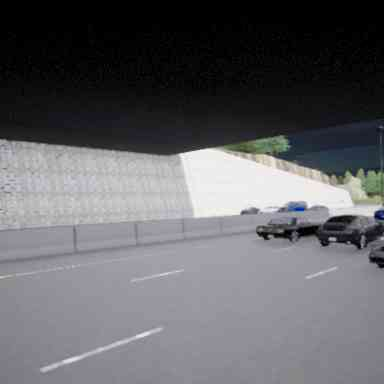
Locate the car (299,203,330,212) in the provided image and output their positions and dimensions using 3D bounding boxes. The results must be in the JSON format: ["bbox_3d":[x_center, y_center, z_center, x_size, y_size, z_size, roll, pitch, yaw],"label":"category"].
[{"bbox_3d":[16.441,2.481,43.642,4.892,1.490,1.837,1,-3,-43],"label":"car"}]

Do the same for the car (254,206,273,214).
[{"bbox_3d":[11.579,2.735,48.674,4.674,1.442,1.812,1,-2,-43],"label":"car"}]

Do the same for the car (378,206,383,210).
[{"bbox_3d":[18.779,2.038,31.278,5.008,1.535,1.882,0,-2,-43],"label":"car"}]

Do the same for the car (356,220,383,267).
[{"bbox_3d":[7.738,1.737,11.236,5.357,1.411,2.033,0,-2,-43],"label":"car"}]

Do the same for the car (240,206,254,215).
[{"bbox_3d":[9.276,2.895,51.306,4.181,1.385,1.994,1,-2,-43],"label":"car"}]

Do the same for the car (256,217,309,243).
[{"bbox_3d":[5.749,2.055,18.974,4.718,1.301,1.895,0,-2,-43],"label":"car"}]

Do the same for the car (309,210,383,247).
[{"bbox_3d":[7.885,1.836,16.185,4.892,1.490,1.837,0,-2,-43],"label":"car"}]

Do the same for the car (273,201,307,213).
[{"bbox_3d":[14.187,2.295,46.335,5.566,2.045,2.150,1,-2,-43],"label":"car"}]
